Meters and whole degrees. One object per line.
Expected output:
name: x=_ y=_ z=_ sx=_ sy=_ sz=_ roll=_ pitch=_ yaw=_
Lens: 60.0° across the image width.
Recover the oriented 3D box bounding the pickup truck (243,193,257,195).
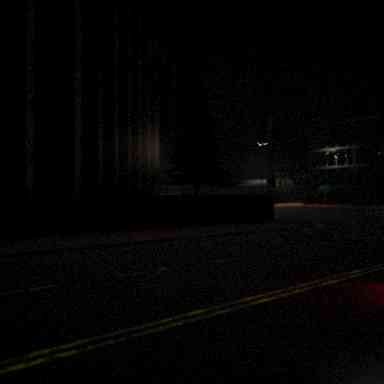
pickup truck: x=12.437 y=1.187 z=70.454 sx=2.390 sy=2.098 sz=6.274 roll=0 pitch=0 yaw=-6
